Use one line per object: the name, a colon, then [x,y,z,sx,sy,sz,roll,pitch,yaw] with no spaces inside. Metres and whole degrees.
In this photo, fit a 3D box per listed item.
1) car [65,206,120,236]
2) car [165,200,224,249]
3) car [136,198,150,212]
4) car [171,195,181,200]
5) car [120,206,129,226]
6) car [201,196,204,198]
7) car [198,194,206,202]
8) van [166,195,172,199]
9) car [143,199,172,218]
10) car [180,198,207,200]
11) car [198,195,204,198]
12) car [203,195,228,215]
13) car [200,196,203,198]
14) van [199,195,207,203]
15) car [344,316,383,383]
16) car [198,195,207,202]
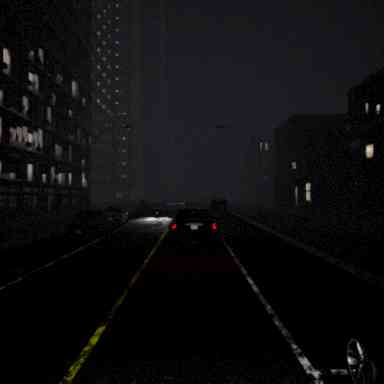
car: [-5.684,1.636,18.869,1.947,1.339,4.313,1,0,0]
car: [0.091,1.408,15.029,2.097,1.767,4.553,0,0,0]
car: [-5.688,1.588,41.052,1.967,1.590,4.097,1,0,0]
car: [-3.021,1.724,74.034,1.812,1.442,4.674,0,0,0]
car: [-5.686,1.672,24.414,1.802,1.307,4.206,1,0,0]
car: [2.687,1.747,52.150,1.947,1.339,4.313,1,0,0]
car: [2.681,1.604,90.097,2.192,1.841,5.009,1,0,0]
van: [-5.698,1.615,84.614,1.690,1.788,3.998,1,0,0]
car: [-3.107,1.680,31.675,1.994,1.385,4.181,0,0,0]
car: [0.088,1.608,31.734,2.128,1.511,4.902,0,0,0]
car: [2.684,1.754,68.355,1.752,1.417,4.829,1,0,0]
car: [2.696,1.445,35.513,2.192,1.841,5.009,1,0,0]
car: [2.685,1.764,57.694,1.947,1.339,4.313,1,0,0]
van: [2.684,1.601,79.142,1.690,1.788,3.998,1,0,0]
car: [2.701,1.575,2.236,1.947,1.339,4.313,1,0,0]
car: [2.681,1.714,84.619,1.967,1.590,4.097,1,0,0]
